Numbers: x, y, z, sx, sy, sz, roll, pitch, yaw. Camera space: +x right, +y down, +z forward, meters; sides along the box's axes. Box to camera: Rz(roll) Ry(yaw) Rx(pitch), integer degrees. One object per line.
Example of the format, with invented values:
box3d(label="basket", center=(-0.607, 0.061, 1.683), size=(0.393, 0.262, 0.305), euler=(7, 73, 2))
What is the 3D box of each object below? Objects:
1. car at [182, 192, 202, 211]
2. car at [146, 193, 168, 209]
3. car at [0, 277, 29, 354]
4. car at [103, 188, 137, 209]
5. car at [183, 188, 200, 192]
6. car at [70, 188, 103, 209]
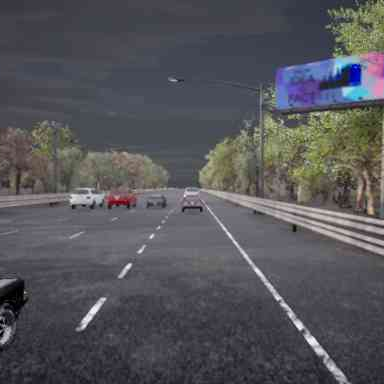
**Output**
box3d(label="car", center=(0.022, 0.998, 30.780), size=(2.033, 1.411, 5.357), euler=(0, 1, 0))
box3d(label="car", center=(-3.578, 0.877, 34.677), size=(2.128, 1.511, 4.902), euler=(0, 1, 0))
box3d(label="car", center=(-3.417, 1.547, 2.952), size=(1.895, 1.301, 4.718), euler=(0, 1, 0))
box3d(label="car", center=(-7.083, 0.619, 34.089), size=(2.150, 2.045, 5.566), euler=(0, 1, 0))
box3d(label="car", center=(-0.025, 0.390, 47.337), size=(2.150, 2.045, 5.566), euler=(0, 1, 0))
box3d(label="car", center=(-10.584, 0.622, 33.908), size=(2.150, 2.045, 5.566), euler=(0, 1, 0))
